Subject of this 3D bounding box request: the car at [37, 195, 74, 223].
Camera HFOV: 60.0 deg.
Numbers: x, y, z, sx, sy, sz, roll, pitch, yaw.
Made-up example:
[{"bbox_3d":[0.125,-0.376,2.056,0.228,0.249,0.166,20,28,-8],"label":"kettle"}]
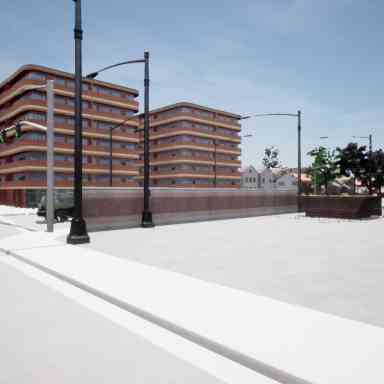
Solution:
[{"bbox_3d":[-9.022,1.222,25.833,5.566,2.045,2.150,0,0,-45],"label":"car"}]
